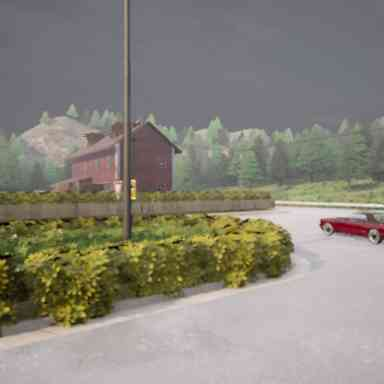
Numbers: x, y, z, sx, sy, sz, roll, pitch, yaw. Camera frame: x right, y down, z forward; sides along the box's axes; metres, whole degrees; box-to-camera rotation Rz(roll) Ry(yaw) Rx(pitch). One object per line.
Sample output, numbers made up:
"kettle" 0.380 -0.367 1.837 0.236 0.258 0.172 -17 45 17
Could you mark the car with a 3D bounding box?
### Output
"car" 8.229 1.590 15.803 1.895 1.301 4.718 0 0 -17
